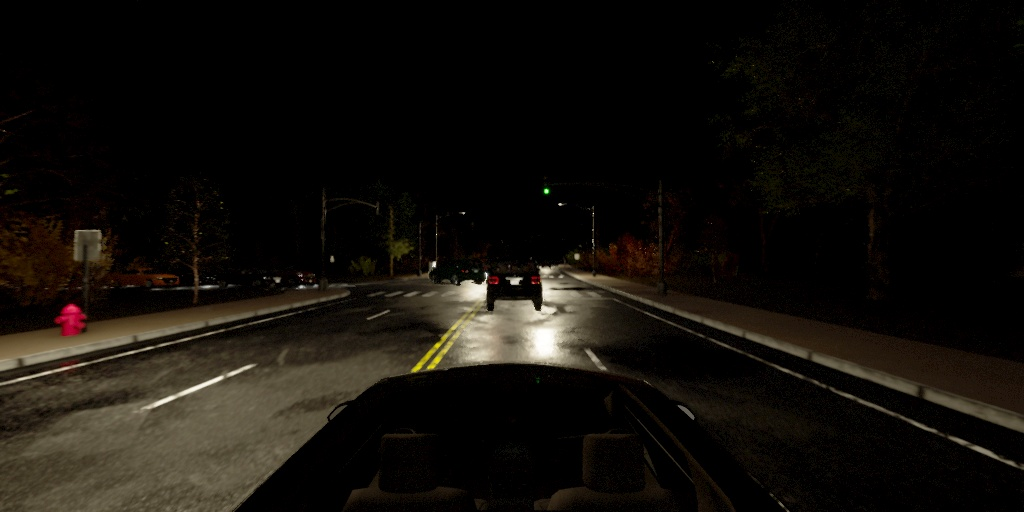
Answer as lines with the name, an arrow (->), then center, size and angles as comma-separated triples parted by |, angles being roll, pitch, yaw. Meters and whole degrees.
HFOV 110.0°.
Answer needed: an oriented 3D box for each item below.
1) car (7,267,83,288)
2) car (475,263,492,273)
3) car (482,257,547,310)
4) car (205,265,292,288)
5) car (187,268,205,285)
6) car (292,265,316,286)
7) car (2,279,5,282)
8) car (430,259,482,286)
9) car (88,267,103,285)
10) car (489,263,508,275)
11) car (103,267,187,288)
car -> -39.128, 1.865, 30.146 | 4.892, 1.490, 1.837 | -1, -1, 9
car -> -4.432, 1.830, 55.872 | 1.895, 1.301, 4.718 | 0, 0, 5
car -> 0.088, 1.105, 15.639 | 2.150, 2.045, 5.566 | 0, -1, 0
car -> -19.743, 1.623, 26.939 | 4.902, 1.511, 2.128 | -1, -1, 9
car -> -27.948, 1.801, 31.587 | 4.892, 1.490, 1.837 | -1, -1, 9
car -> -18.936, 1.540, 30.128 | 4.553, 1.767, 2.097 | -1, -1, 9
car -> -48.809, 2.135, 35.074 | 4.718, 1.301, 1.895 | -1, -1, 10
car -> -4.362, 1.250, 28.266 | 2.150, 2.045, 5.566 | 1, -2, -40
car -> -37.963, 1.765, 33.250 | 4.553, 1.767, 2.097 | -1, -1, 9
car -> -1.767, 1.657, 48.005 | 2.128, 1.511, 4.902 | 0, 0, 2
car -> -29.114, 1.722, 28.485 | 5.008, 1.535, 1.882 | -1, -1, 10
